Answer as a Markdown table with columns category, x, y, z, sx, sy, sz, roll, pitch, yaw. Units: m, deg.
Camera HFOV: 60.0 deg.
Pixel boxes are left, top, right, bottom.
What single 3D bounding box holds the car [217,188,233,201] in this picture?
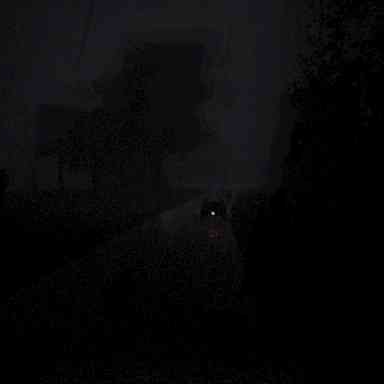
| category | x | y | z | sx | sy | sz | roll | pitch | yaw |
| --- | --- | --- | --- | --- | --- | --- | --- | --- | --- |
| car | 4.127 | 0.250 | 42.658 | 2.128 | 1.511 | 4.902 | 1 | 3 | 9 |

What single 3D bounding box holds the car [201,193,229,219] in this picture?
| category | x | y | z | sx | sy | sz | roll | pitch | yaw |
| --- | --- | --- | --- | --- | --- | --- | --- | --- | --- |
| car | 1.700 | 1.104 | 25.238 | 1.837 | 1.490 | 4.892 | 0 | 2 | 6 |
